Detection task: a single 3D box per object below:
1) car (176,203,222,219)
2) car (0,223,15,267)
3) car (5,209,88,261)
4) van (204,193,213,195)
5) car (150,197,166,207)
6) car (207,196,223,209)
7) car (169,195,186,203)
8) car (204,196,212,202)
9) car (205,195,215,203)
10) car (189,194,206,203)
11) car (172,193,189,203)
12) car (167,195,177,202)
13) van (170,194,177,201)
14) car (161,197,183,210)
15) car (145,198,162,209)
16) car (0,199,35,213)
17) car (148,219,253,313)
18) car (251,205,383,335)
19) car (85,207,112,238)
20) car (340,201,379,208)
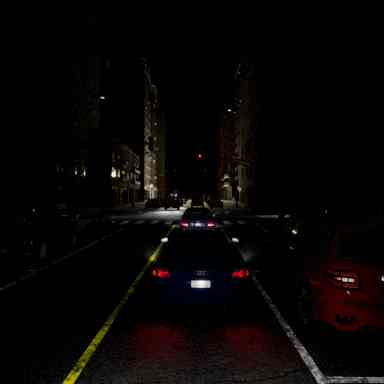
[{"bbox_3d":[0.292,1.552,17.836,2.033,1.411,5.357,0,0,0],"label":"car"},{"bbox_3d":[-5.767,1.527,6.602,1.752,1.417,4.829,1,0,1],"label":"car"},{"bbox_3d":[-5.687,1.547,12.396,1.887,1.381,4.507,1,0,1],"label":"car"},{"bbox_3d":[3.532,1.358,61.928,1.690,1.788,3.998,1,0,1],"label":"van"},{"bbox_3d":[-5.153,1.557,50.709,1.887,1.381,4.507,1,0,1],"label":"car"},{"bbox_3d":[3.293,1.593,44.909,1.802,1.307,4.206,1,0,1],"label":"car"},{"bbox_3d":[-2.366,1.614,52.670,1.895,1.301,4.718,0,0,1],"label":"car"},{"bbox_3d":[3.766,1.608,78.945,1.802,1.307,4.206,1,0,1],"label":"car"},{"bbox_3d":[3.371,1.594,50.582,1.802,1.307,4.206,1,0,1],"label":"car"},{"bbox_3d":[0.844,1.491,52.664,1.882,1.535,5.008,0,0,1],"label":"car"},{"bbox_3d":[-2.203,1.369,62.311,2.097,1.767,4.553,0,0,1],"label":"car"},{"bbox_3d":[-4.757,1.466,79.071,1.967,1.590,4.097,1,0,1],"label":"car"},{"bbox_3d":[-4.677,1.371,84.743,1.690,1.788,3.998,1,0,1],"label":"van"},{"bbox_3d":[-2.504,1.611,43.240,1.895,1.301,4.718,0,0,1],"label":"car"},{"bbox_3d":[-5.232,1.555,45.037,1.887,1.381,4.507,1,0,1],"label":"car"},{"bbox_3d":[-16.387,1.342,29.353,4.902,1.511,2.128,1,-1,1],"label":"car"},{"bbox_3d":[0.185,1.566,7.772,1.994,1.385,4.181,0,0,1],"label":"car"},{"bbox_3d":[2.762,1.316,6.644,2.192,1.841,5.009,1,0,1],"label":"car"},{"bbox_3d":[-5.611,1.529,17.850,1.752,1.417,4.829,1,0,1],"label":"car"},{"bbox_3d":[15.368,1.654,31.937,4.902,1.511,2.128,0,-1,1],"label":"car"}]
